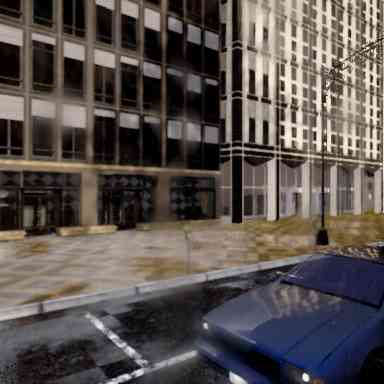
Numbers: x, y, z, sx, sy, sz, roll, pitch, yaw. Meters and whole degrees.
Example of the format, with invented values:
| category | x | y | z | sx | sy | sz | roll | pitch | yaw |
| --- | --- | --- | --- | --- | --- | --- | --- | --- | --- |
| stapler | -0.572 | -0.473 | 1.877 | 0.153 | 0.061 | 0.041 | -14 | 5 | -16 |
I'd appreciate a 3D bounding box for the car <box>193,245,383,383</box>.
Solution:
| category | x | y | z | sx | sy | sz | roll | pitch | yaw |
| --- | --- | --- | --- | --- | --- | --- | --- | --- | --- |
| car | 2.632 | 1.577 | 4.996 | 5.357 | 1.411 | 2.033 | 0 | 0 | -36 |
